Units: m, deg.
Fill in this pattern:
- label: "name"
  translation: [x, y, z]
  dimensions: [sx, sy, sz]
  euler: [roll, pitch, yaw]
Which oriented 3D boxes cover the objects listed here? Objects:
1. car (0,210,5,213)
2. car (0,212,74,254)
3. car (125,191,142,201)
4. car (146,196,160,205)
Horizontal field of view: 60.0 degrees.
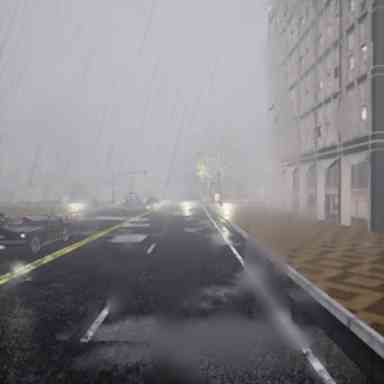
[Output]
- label: "car"
  translation: [-9.848, 1.510, 14.896]
  dimensions: [1.837, 1.490, 4.892]
  euler: [0, 0, 0]
- label: "car"
  translation: [-6.599, 1.606, 13.700]
  dimensions: [1.895, 1.301, 4.718]
  euler: [0, 0, 0]
- label: "car"
  translation: [-9.744, 0.868, 55.669]
  dimensions: [2.150, 2.045, 5.566]
  euler: [0, 0, 0]
- label: "car"
  translation: [-6.493, 1.347, 55.701]
  dimensions: [1.994, 1.385, 4.181]
  euler: [0, 0, 0]
